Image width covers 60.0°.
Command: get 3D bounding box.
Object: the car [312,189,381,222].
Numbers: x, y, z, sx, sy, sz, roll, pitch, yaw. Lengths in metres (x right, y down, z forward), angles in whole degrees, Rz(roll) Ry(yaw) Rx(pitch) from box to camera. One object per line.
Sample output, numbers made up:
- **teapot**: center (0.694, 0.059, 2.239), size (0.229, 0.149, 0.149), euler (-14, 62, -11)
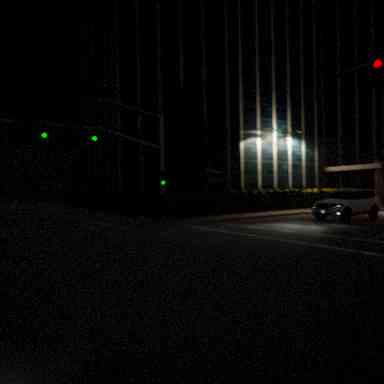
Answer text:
- **car**: center (10.545, 0.829, 22.555), size (5.566, 2.045, 2.150), euler (-1, 0, -34)
